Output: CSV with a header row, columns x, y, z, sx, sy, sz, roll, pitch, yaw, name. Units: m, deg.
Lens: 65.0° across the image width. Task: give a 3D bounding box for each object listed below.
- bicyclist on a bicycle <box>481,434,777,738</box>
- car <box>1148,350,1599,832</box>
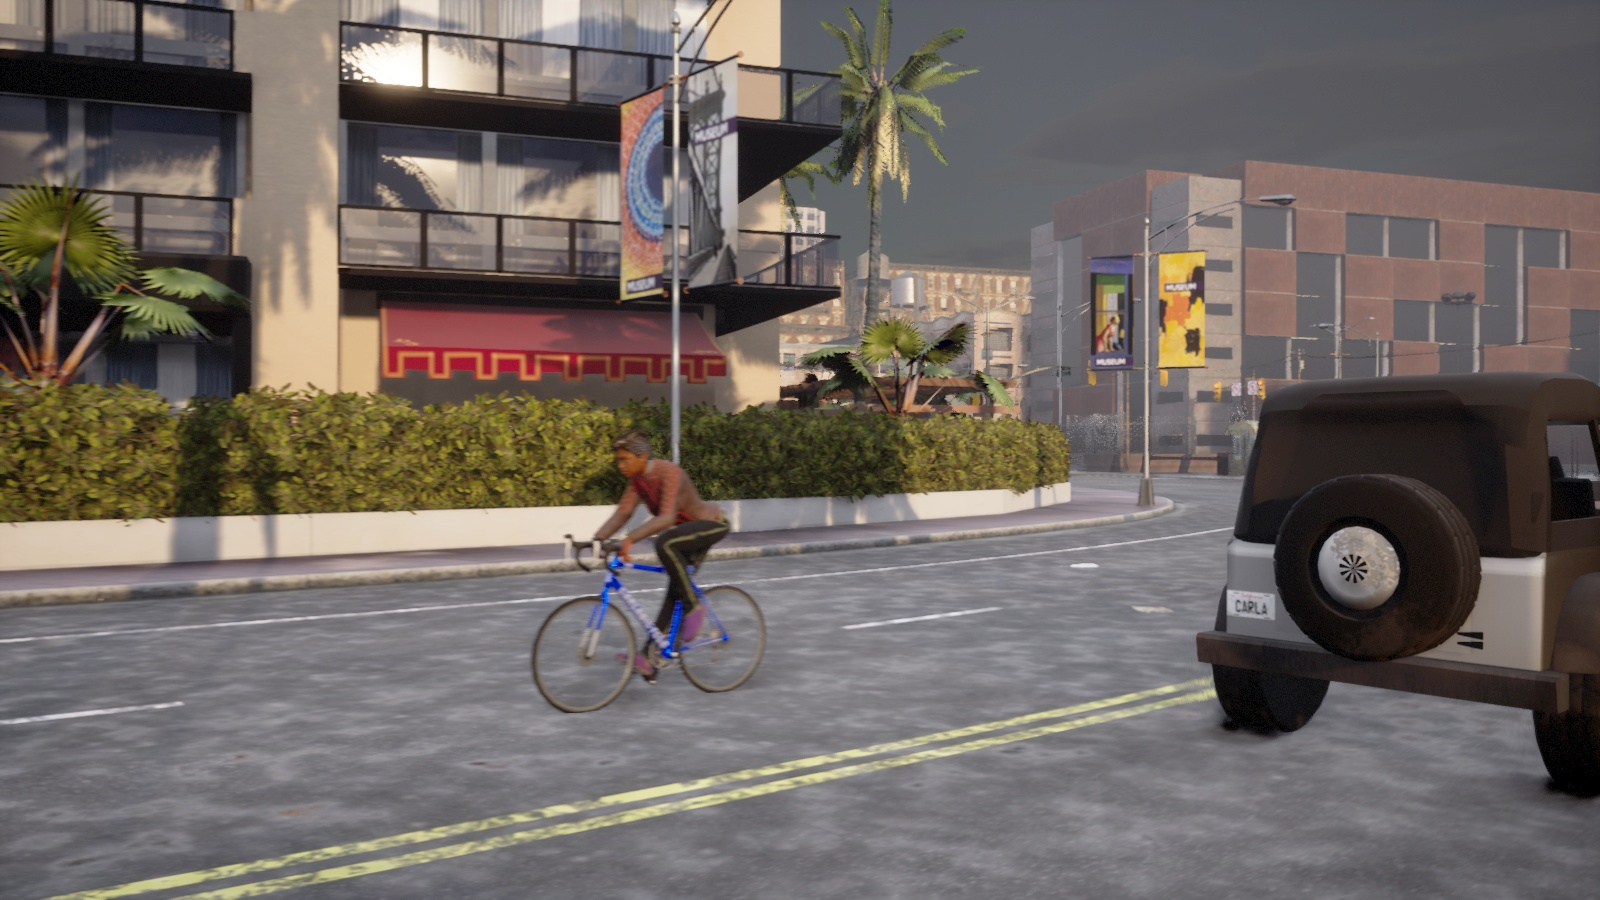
x,y,z,sx,sy,sz,roll,pitch,yaw,name
-0.976,0.720,7.428,1.656,1.620,0.582,0,0,-39,bicyclist on a bicycle
3.852,0.550,6.871,3.866,1.878,1.905,0,0,-40,car
